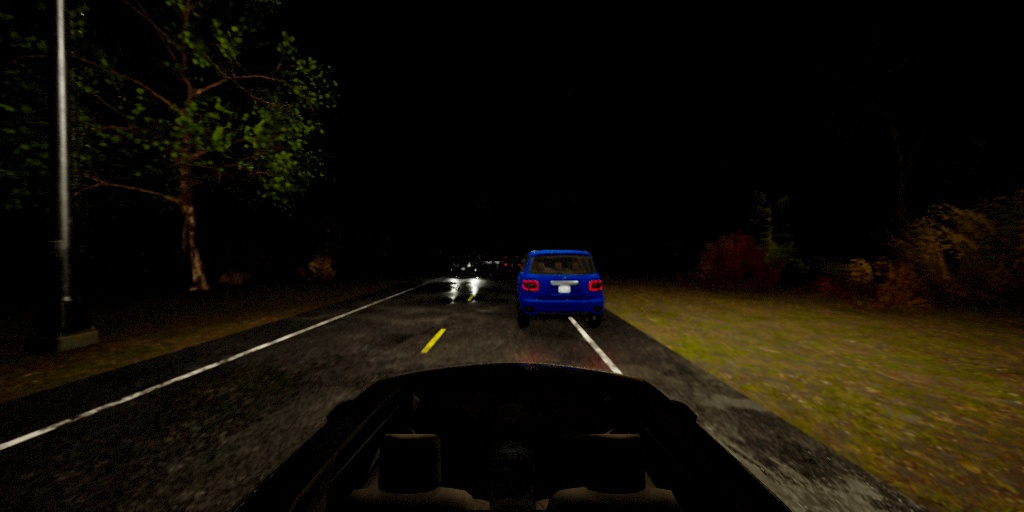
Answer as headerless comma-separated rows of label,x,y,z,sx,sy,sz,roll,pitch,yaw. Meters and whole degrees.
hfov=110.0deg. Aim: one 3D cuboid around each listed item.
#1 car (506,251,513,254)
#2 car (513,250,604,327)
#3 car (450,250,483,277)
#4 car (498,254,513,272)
car,0.015,0.250,51.865,2.150,2.045,5.566,0,1,1
car,1.223,0.826,11.036,2.150,2.045,5.566,0,1,0
car,-3.597,0.546,29.183,2.150,2.045,5.566,0,1,0
car,0.041,0.794,34.963,2.033,1.411,5.357,0,1,0
